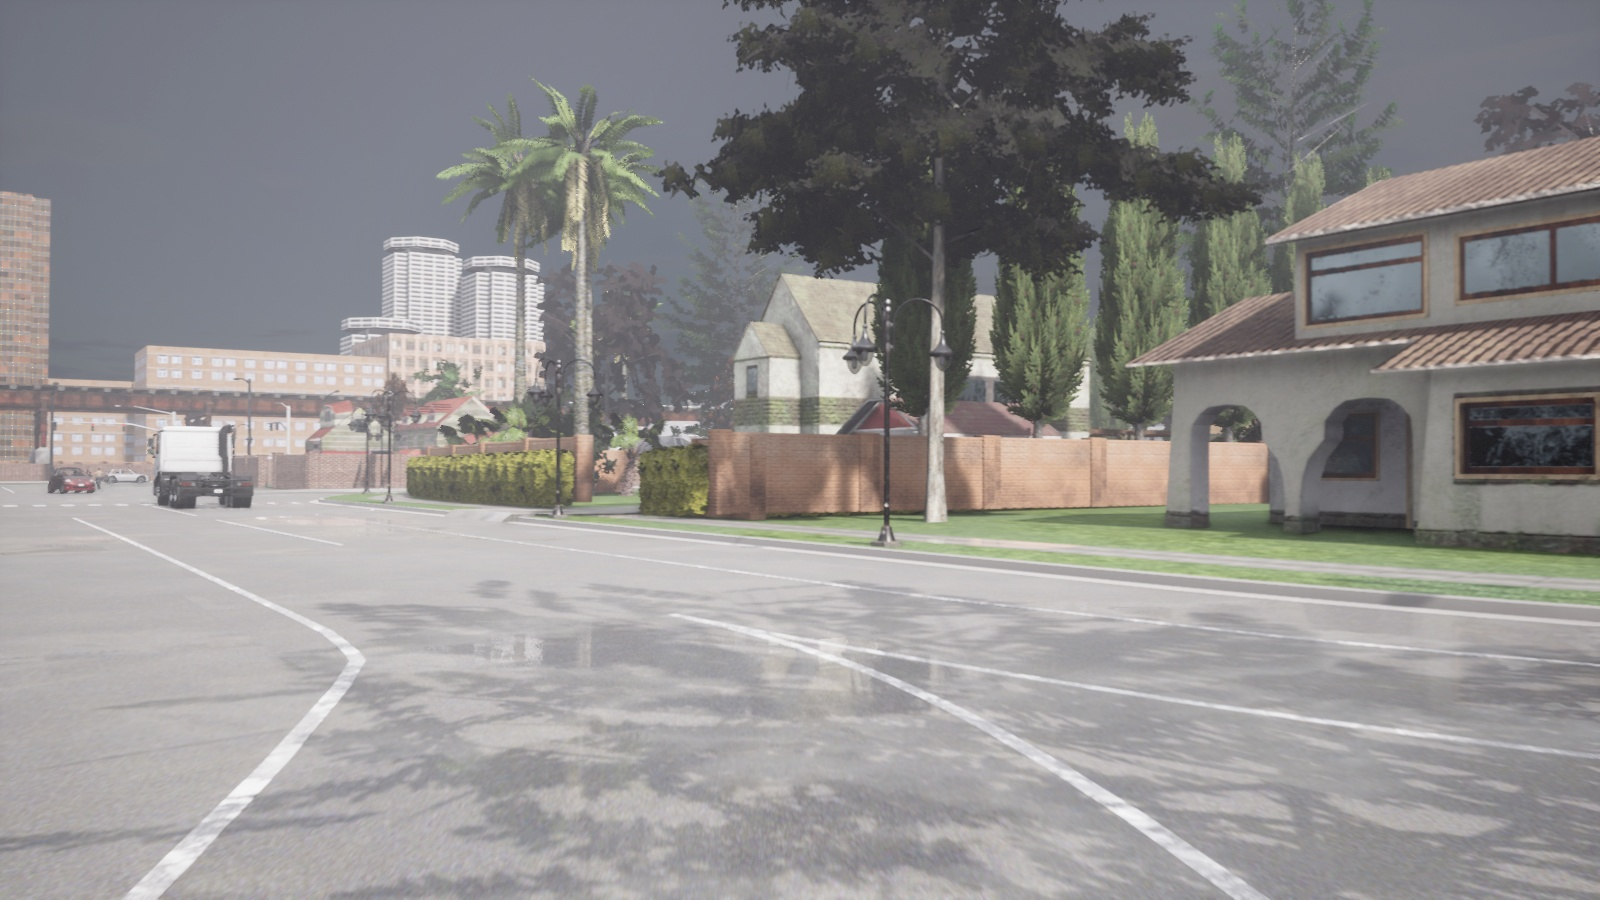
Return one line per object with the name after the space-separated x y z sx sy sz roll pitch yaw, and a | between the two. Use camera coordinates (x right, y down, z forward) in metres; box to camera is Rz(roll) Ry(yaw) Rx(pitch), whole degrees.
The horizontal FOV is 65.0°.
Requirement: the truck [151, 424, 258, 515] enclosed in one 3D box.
-24.746 0.810 51.996 2.891 3.462 7.936 0 -1 -34 | truck

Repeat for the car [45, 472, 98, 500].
-44.822 2.199 77.265 3.988 1.617 1.851 -1 -1 45 | car
